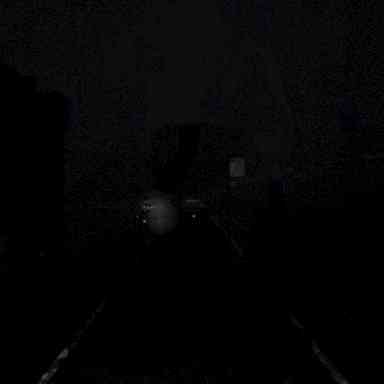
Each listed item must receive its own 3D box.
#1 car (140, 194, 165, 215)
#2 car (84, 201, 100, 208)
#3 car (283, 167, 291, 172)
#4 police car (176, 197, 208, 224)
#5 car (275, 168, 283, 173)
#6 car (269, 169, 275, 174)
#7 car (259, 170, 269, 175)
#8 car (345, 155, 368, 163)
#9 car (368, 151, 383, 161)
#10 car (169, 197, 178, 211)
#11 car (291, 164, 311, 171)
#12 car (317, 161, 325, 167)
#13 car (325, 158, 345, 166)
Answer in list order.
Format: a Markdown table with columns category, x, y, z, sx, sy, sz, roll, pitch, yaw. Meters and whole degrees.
| category | x | y | z | sx | sy | sz | roll | pitch | yaw |
| --- | --- | --- | --- | --- | --- | --- | --- | --- | --- |
| car | -3.991 | 1.189 | 33.935 | 2.150 | 2.045 | 5.566 | 0 | -1 | -6 |
| car | -21.268 | 2.611 | 70.575 | 4.674 | 1.442 | 1.812 | -4 | -2 | 45 |
| car | 21.421 | -4.583 | 70.212 | 2.002 | 1.452 | 4.674 | 0 | 1 | -1 |
| police car | 0.105 | 1.330 | 23.827 | 1.930 | 1.638 | 5.238 | 0 | 0 | 0 |
| car | 21.301 | -4.846 | 75.883 | 2.185 | 1.767 | 4.553 | 0 | 1 | -1 |
| car | 21.184 | -4.936 | 81.402 | 2.185 | 1.767 | 4.553 | 0 | 1 | -1 |
| car | 20.951 | -4.979 | 92.417 | 2.231 | 1.521 | 4.892 | 0 | 1 | -1 |
| car | 22.122 | -4.062 | 42.724 | 2.002 | 1.452 | 4.674 | 0 | 1 | -2 |
| car | 22.470 | -3.970 | 37.187 | 2.097 | 1.535 | 5.008 | 0 | 1 | -4 |
| car | -1.590 | 1.401 | 41.857 | 2.097 | 1.767 | 4.553 | 0 | -1 | -11 |
| car | 21.536 | -4.655 | 64.718 | 2.185 | 1.767 | 4.553 | 0 | 1 | -1 |
| car | 21.767 | -4.338 | 53.782 | 2.231 | 1.521 | 4.892 | 0 | 1 | -1 |
| car | 21.892 | -4.229 | 48.265 | 2.231 | 1.521 | 4.892 | 0 | 1 | -1 |
